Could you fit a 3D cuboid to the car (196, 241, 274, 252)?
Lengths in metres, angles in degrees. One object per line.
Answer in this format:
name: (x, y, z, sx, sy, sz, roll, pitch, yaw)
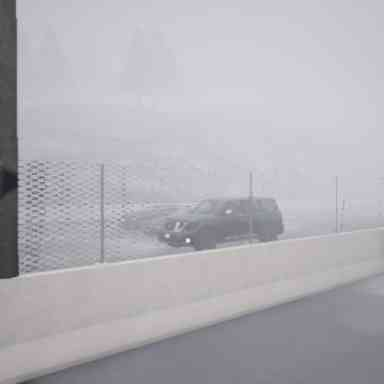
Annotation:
car: (1.371, 1.220, 13.566, 5.566, 2.045, 2.150, 0, 0, -35)
